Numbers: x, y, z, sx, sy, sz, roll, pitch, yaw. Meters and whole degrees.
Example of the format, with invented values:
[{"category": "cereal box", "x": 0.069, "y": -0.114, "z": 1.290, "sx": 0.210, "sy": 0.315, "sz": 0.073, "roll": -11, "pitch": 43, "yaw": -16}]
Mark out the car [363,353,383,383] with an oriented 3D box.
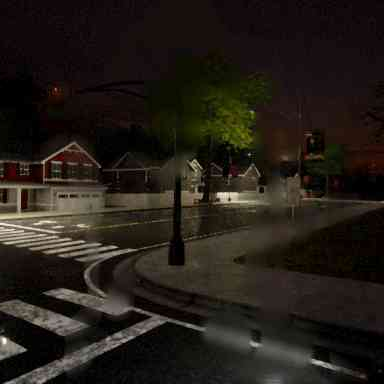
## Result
[{"category": "car", "x": 3.328, "y": 1.506, "z": 1.308, "sx": 4.892, "sy": 1.490, "sz": 1.837, "roll": 0, "pitch": 0, "yaw": 35}]
